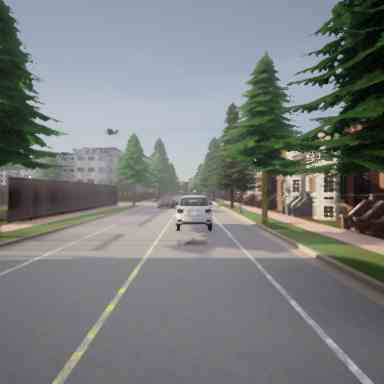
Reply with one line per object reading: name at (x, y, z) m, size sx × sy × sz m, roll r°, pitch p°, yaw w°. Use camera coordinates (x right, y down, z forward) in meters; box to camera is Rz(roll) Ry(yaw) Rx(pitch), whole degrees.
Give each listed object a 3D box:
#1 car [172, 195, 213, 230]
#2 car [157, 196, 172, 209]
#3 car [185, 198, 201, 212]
car at (0.120, 1.223, 21.194) m, size 2.150 × 2.045 × 5.566 m, roll 0°, pitch 0°, yaw 0°
car at (-3.512, 1.354, 45.126) m, size 2.097 × 1.767 × 4.553 m, roll 0°, pitch 0°, yaw 1°
car at (0.137, 1.529, 39.782) m, size 1.812 × 1.442 × 4.674 m, roll 0°, pitch 0°, yaw 0°
